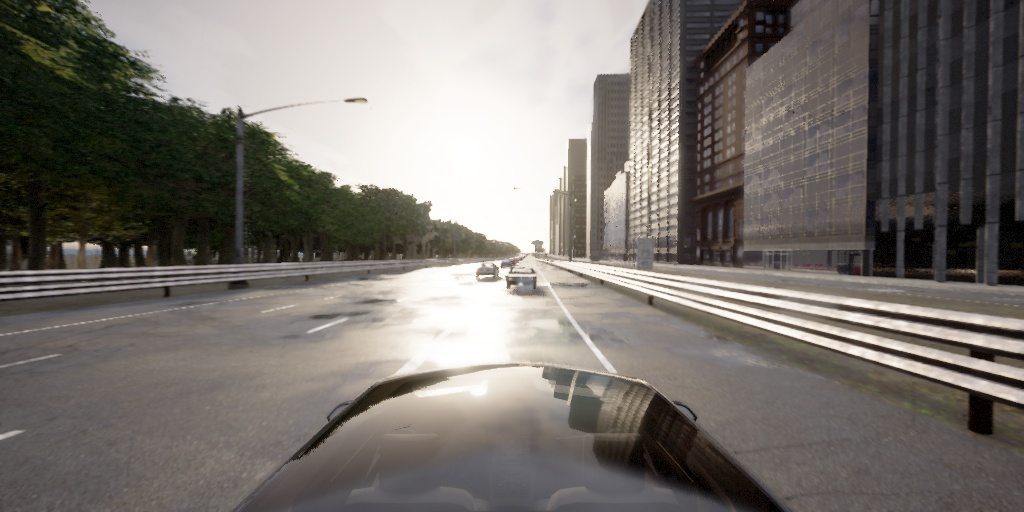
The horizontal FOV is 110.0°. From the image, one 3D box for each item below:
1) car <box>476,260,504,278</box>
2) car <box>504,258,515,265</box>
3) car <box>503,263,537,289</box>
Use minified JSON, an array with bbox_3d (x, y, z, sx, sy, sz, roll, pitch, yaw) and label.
[{"bbox_3d":[-2.264,1.294,34.028,2.033,1.411,5.357,0,0,3],"label":"car"},{"bbox_3d":[-0.964,1.310,61.970,1.812,1.442,4.674,0,0,3],"label":"car"},{"bbox_3d":[0.678,1.369,23.573,1.895,1.301,4.718,0,0,4],"label":"car"}]
